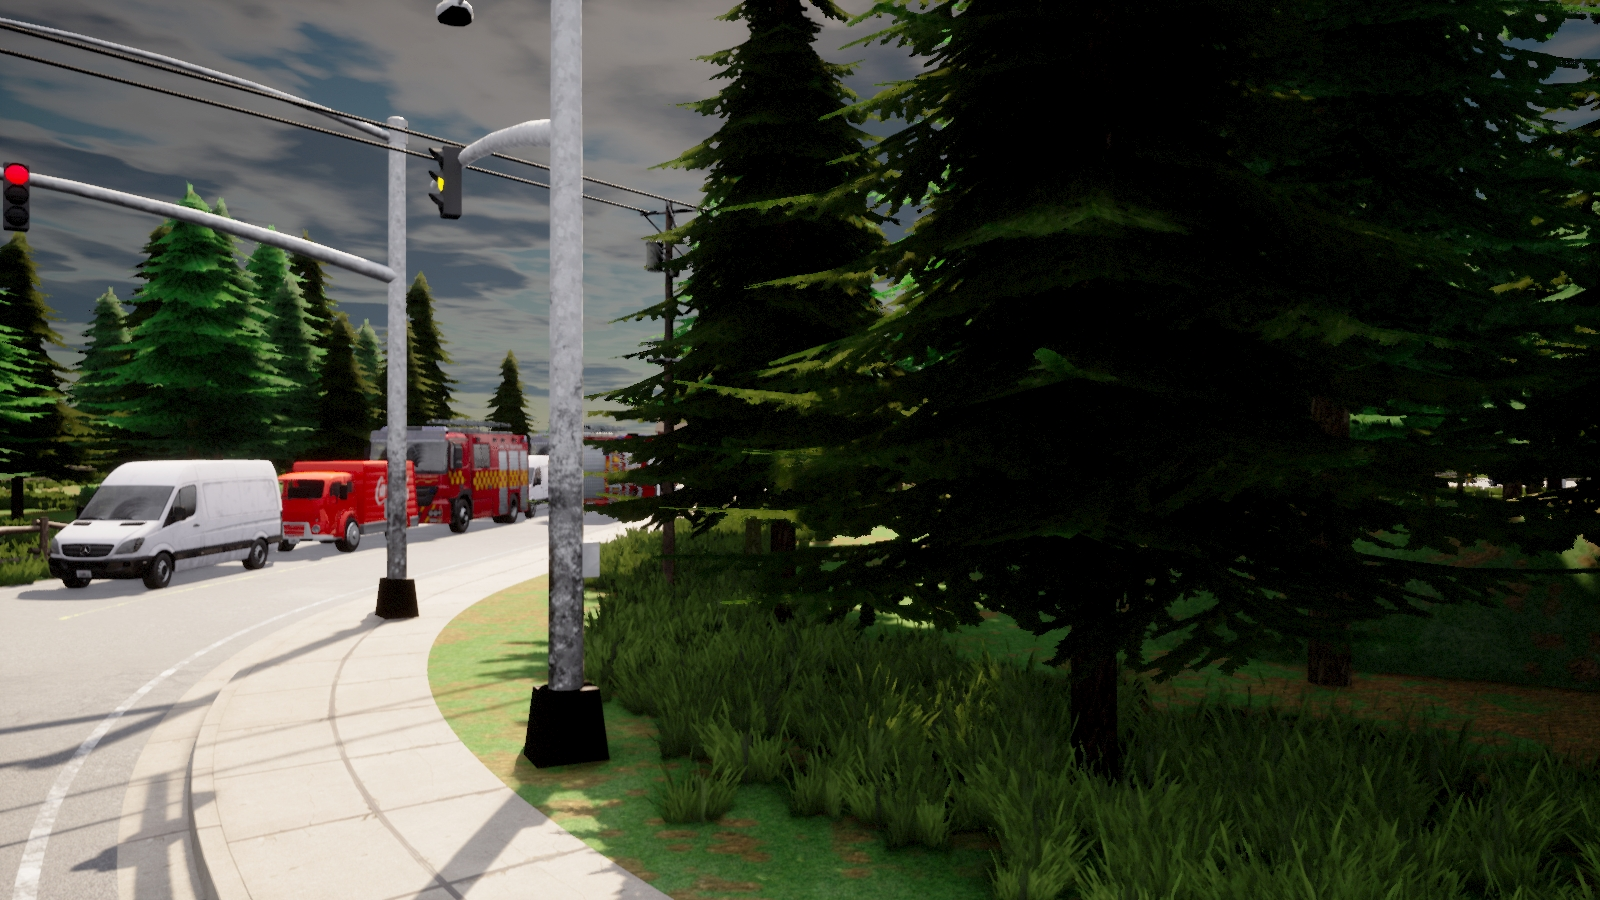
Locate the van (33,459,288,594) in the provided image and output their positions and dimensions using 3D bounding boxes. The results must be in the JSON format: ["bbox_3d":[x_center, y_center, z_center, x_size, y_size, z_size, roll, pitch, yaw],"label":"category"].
[{"bbox_3d":[-13.698,1.494,25.050,1.988,2.561,5.915,0,0,3],"label":"van"}]

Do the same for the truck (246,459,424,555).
[{"bbox_3d":[-13.132,1.521,32.745,2.627,2.467,5.204,0,0,5],"label":"truck"}]

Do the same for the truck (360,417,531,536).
[{"bbox_3d":[-12.433,0.846,41.046,2.891,3.827,8.468,0,0,5],"label":"truck"}]
